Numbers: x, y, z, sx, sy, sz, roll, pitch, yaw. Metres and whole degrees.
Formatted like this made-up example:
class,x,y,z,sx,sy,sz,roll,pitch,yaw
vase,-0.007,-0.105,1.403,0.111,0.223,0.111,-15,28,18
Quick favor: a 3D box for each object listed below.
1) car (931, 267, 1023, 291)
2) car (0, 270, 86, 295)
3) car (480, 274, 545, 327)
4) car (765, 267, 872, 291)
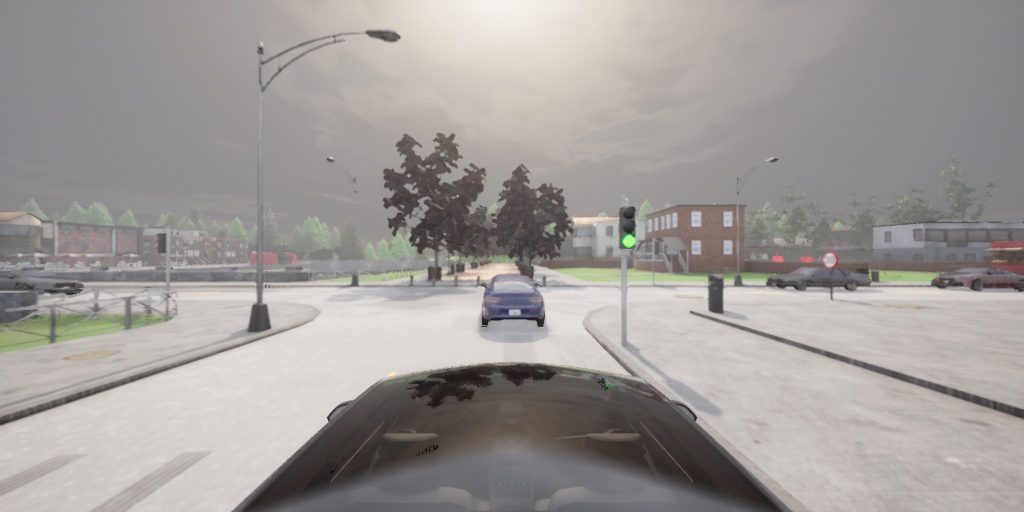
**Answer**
class,x,y,z,sx,sy,sz,roll,pitch,yaw
car,28.746,1.392,22.105,4.181,1.385,1.994,0,0,0
car,-24.219,1.376,17.892,4.181,1.385,1.994,0,0,0
car,-0.052,1.313,11.654,1.812,1.442,4.674,0,0,-3
car,18.799,1.375,22.106,5.357,1.411,2.033,0,0,0
